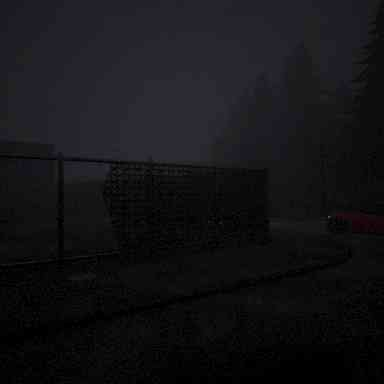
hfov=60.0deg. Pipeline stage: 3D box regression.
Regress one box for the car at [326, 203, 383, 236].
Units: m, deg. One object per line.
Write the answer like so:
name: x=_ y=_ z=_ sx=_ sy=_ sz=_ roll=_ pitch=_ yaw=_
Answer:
car: x=9.195 y=1.352 z=16.482 sx=2.097 sy=1.767 sz=4.553 roll=0 pitch=0 yaw=-39
